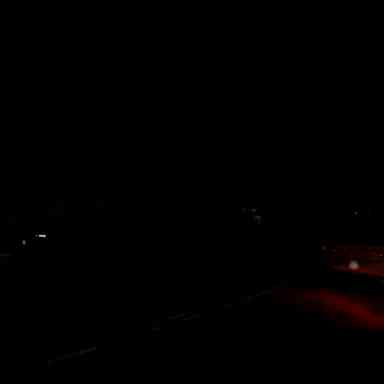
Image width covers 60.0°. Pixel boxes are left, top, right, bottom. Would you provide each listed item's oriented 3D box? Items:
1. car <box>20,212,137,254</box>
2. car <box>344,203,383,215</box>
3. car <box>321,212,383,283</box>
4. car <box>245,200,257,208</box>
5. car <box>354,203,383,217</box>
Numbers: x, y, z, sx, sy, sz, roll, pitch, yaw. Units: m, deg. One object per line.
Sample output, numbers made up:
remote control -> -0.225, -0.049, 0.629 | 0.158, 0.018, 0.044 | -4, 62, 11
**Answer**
car -> -4.631, 1.640, 14.287 | 2.128, 1.511, 4.902 | 0, -1, 43
car -> 13.393, 1.643, 26.203 | 2.097, 1.767, 4.553 | 0, -1, 16
car -> 5.378, 1.586, 9.655 | 1.882, 1.535, 5.008 | 0, -1, 40
car -> 10.684, 2.120, 59.665 | 1.882, 1.535, 5.008 | 0, -1, 14
car -> 19.849, 1.959, 37.172 | 2.033, 1.411, 5.357 | 0, -1, 13
